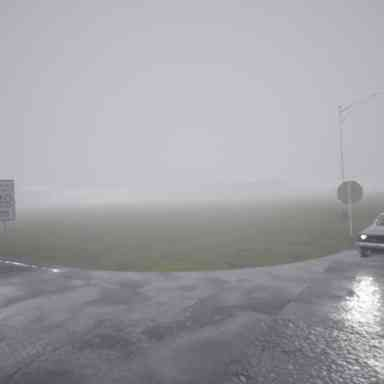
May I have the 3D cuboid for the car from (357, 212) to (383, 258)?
[{"bbox_3d":[6.812,1.257,10.567,1.895,1.301,4.718,-2,0,41],"label":"car"}]
